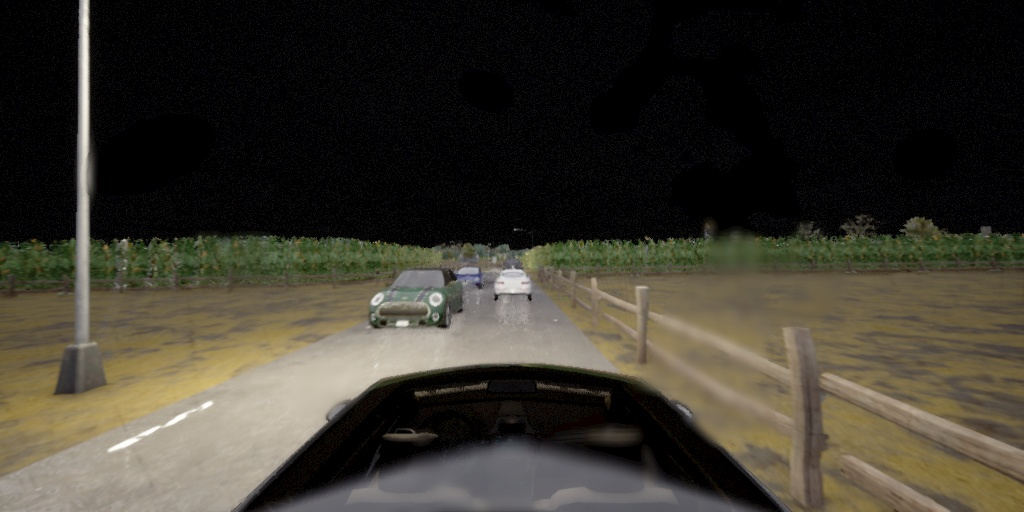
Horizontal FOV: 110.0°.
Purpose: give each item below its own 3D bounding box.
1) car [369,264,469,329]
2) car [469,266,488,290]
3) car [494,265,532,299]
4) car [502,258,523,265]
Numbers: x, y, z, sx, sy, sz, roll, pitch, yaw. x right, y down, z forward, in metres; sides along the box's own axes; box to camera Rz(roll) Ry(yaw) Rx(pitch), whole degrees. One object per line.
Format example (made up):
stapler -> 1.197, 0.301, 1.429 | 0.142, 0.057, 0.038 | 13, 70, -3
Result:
car -> -2.803, 1.159, 11.482 | 2.097, 1.767, 4.553 | 0, 0, 0
car -> -2.813, 1.426, 24.100 | 1.812, 1.442, 4.674 | 0, 0, 0
car -> 0.054, 1.381, 18.602 | 1.812, 1.442, 4.674 | 0, 0, 0
car -> 0.090, 1.289, 40.915 | 2.150, 2.045, 5.566 | 0, -1, 0
